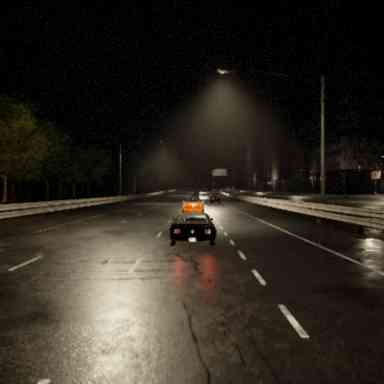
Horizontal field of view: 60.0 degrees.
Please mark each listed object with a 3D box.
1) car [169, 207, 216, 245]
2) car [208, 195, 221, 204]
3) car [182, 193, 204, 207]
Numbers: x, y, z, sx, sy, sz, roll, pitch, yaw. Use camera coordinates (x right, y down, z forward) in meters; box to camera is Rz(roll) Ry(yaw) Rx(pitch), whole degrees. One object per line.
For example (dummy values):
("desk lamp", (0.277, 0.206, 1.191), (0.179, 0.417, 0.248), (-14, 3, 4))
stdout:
("car", (0.033, 1.592, 15.353), (1.895, 1.301, 4.718), (0, 0, 0))
("car", (4.001, 1.274, 58.800), (1.837, 1.490, 4.892), (0, 1, 1))
("car", (0.135, 1.286, 32.951), (2.097, 1.767, 4.553), (0, 0, 0))
